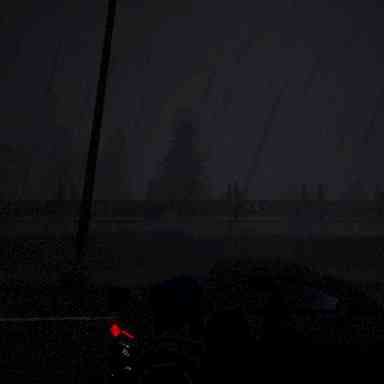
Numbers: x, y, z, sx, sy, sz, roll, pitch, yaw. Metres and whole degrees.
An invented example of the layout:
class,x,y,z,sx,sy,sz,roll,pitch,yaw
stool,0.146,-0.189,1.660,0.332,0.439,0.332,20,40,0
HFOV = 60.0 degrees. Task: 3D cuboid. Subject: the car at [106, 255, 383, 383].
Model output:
class,x,y,z,sx,sy,sz,roll,pitch,yaw
car,1.096,1.557,4.161,4.181,1.385,1.994,0,0,-3
